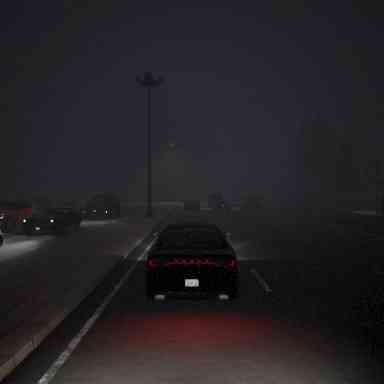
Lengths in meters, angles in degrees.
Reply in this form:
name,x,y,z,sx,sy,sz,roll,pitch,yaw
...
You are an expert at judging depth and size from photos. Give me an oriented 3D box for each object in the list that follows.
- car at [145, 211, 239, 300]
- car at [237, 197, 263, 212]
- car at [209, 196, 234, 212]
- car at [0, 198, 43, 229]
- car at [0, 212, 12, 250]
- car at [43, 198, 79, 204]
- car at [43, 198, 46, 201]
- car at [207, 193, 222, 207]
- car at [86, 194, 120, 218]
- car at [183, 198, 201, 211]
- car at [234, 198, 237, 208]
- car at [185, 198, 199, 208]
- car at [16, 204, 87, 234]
name,x,y,z,sx,sy,sz,roll,pitch,yaw
car,-0.004,1.478,8.439,1.882,1.535,5.008,0,0,0
car,6.984,1.351,39.439,2.097,1.767,4.553,0,0,0
car,3.484,1.563,39.467,1.994,1.385,4.181,0,0,0
car,-11.526,1.352,20.659,2.097,1.767,4.553,0,0,0
car,-8.082,1.564,10.817,1.994,1.385,4.181,0,0,0
car,-11.513,1.525,30.579,1.812,1.442,4.674,0,0,0
car,-15.013,1.352,31.494,2.097,1.767,4.553,0,0,0
car,3.479,1.221,49.501,2.150,2.045,5.566,0,0,0
car,-8.013,1.221,30.142,2.150,2.045,5.566,0,0,0
car,-0.016,1.491,39.049,2.128,1.511,4.902,0,0,0
car,6.979,1.547,49.472,2.033,1.411,5.357,0,0,0
car,-0.021,1.600,49.500,1.895,1.301,4.718,0,0,0
car,-8.037,1.601,19.571,1.895,1.301,4.718,0,0,1
